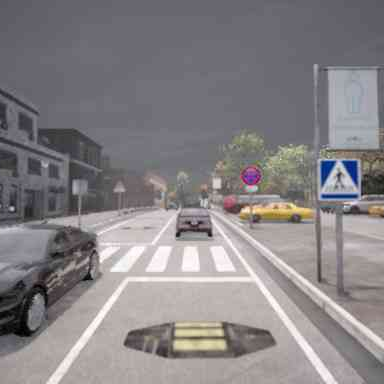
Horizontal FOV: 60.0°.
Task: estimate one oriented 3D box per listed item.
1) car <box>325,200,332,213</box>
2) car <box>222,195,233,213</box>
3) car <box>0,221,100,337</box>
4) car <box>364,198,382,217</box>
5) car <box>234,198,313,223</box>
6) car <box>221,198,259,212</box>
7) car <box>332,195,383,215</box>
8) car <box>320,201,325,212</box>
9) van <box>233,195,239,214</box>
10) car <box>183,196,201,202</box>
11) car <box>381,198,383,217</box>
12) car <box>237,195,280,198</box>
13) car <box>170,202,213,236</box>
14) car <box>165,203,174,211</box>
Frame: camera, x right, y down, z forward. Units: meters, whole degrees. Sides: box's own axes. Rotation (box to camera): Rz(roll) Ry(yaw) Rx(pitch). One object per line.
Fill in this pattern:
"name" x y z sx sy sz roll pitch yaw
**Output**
"car" 18.427 1.678 37.989 4.892 1.521 2.231 0 -1 -1
"car" 6.208 1.394 36.729 5.566 2.045 2.435 0 -1 -1
"car" -3.350 1.436 6.803 1.882 1.535 5.008 0 0 0
"car" 18.698 1.512 29.483 5.366 1.575 1.946 0 -1 0
"car" 6.097 1.448 24.578 5.366 1.575 1.946 0 -1 0
"car" 6.137 1.664 42.677 4.553 1.767 2.185 0 -1 -1
"car" 18.439 1.362 35.202 5.566 2.045 2.435 0 -1 -1
"car" 18.372 1.490 40.663 5.566 2.045 2.435 0 -1 -1
"van" 6.351 1.305 30.538 4.442 1.987 1.878 0 -1 0
"car" 0.008 1.590 42.885 2.150 2.045 5.566 0 -3 -1
"car" 18.718 1.475 26.823 5.366 1.575 1.946 0 -1 0
"car" 6.290 1.358 27.499 4.553 1.767 2.185 0 -1 0
"car" 0.085 1.475 17.719 2.033 1.411 5.357 0 0 0
"car" -3.397 2.491 56.495 1.994 1.385 4.181 0 -3 0
